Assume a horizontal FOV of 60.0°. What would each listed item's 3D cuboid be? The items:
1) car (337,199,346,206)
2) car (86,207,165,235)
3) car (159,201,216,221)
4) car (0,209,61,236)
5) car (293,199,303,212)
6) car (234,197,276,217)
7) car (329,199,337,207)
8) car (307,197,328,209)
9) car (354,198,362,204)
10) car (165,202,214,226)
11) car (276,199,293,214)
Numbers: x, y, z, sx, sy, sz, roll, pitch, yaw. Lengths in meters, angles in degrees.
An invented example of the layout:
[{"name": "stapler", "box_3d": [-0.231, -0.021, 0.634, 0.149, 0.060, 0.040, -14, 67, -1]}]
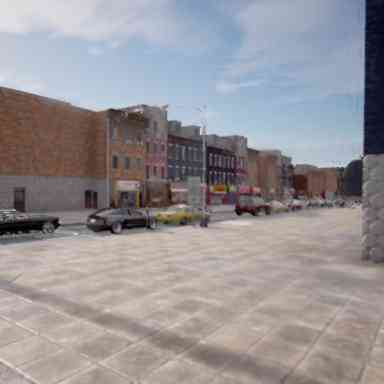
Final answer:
[{"name": "car", "box_3d": [28.621, 2.002, 64.409, 2.008, 1.369, 4.403, 0, -1, 35]}, {"name": "car", "box_3d": [-3.806, 1.508, 18.482, 1.947, 1.339, 4.313, 0, 0, 35]}, {"name": "car", "box_3d": [-0.222, 1.535, 28.119, 2.033, 1.411, 5.357, 1, 0, 35]}, {"name": "car", "box_3d": [-8.809, 1.478, 15.952, 1.895, 1.301, 4.718, 1, 0, 35]}, {"name": "car", "box_3d": [12.409, 1.611, 41.447, 1.967, 1.590, 4.097, 0, 0, 35]}, {"name": "car", "box_3d": [5.925, 1.389, 32.263, 2.192, 1.841, 5.009, 0, 0, 35]}, {"name": "car", "box_3d": [22.136, 1.884, 55.224, 2.008, 1.369, 4.403, 0, -1, 35]}, {"name": "car", "box_3d": [18.895, 1.716, 50.633, 1.967, 1.590, 4.097, 0, -1, 35]}, {"name": "car", "box_3d": [41.590, 2.289, 82.778, 1.947, 1.339, 4.313, 0, -1, 35]}, {"name": "car", "box_3d": [-0.465, 1.512, 23.214, 1.752, 1.417, 4.829, 0, 0, 35]}, {"name": "car", "box_3d": [9.264, 1.648, 36.992, 1.752, 1.417, 4.829, 0, 0, 35]}]
